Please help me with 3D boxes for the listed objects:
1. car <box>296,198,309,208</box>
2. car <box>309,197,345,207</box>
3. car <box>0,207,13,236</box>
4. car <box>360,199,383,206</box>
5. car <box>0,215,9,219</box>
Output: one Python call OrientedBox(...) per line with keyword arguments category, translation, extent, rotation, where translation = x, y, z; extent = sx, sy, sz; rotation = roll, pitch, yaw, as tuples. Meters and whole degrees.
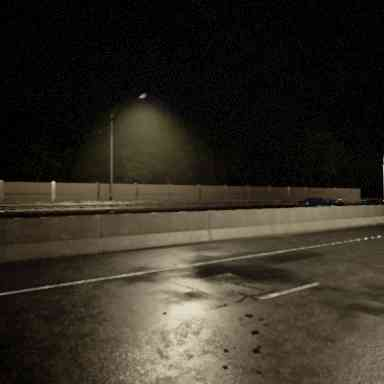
OrientedBox(category="car", translation=(16.485, 1.537, 45.947), extent=(4.553, 1.767, 2.097), rotation=(0, 0, -36))
OrientedBox(category="car", translation=(17.648, 1.671, 42.480), extent=(4.902, 1.511, 2.128), rotation=(0, 0, -36))
OrientedBox(category="car", translation=(-11.733, 1.565, 17.120), extent=(4.181, 1.385, 1.994), rotation=(0, 0, -36))
OrientedBox(category="car", translation=(23.143, 1.708, 42.107), extent=(4.892, 1.490, 1.837), rotation=(1, 0, -35))
OrientedBox(category="car", translation=(-9.655, 1.565, 14.303), extent=(4.181, 1.385, 1.994), rotation=(0, 0, -36))
